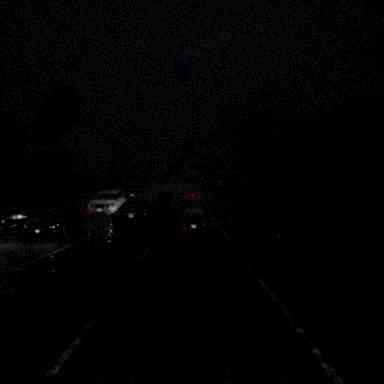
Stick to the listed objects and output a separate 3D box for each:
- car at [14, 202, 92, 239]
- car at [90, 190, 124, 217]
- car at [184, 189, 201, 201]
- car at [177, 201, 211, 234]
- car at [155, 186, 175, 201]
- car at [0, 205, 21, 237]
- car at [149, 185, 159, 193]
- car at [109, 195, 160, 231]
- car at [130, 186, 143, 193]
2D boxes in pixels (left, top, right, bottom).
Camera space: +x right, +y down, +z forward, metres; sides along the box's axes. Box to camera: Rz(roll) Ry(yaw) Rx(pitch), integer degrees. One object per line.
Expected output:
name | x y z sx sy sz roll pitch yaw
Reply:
car | -7.092 1.519 17.668 1.837 1.490 4.892 0 1 0
car | -7.047 0.902 27.980 2.150 2.045 5.566 0 3 0
car | 0.097 0.328 42.415 2.097 1.767 4.553 0 3 0
car | 0.086 1.518 19.288 1.812 1.442 4.674 0 1 0
car | -3.402 0.341 44.703 1.882 1.535 5.008 0 3 0
car | -10.588 1.509 18.353 1.837 1.490 4.892 0 1 0
car | -7.028 -0.561 63.404 2.128 1.511 4.902 0 3 1
car | -3.401 1.313 20.684 2.097 1.767 4.553 0 1 0
car | -10.528 -0.491 63.352 1.994 1.385 4.181 0 3 1
